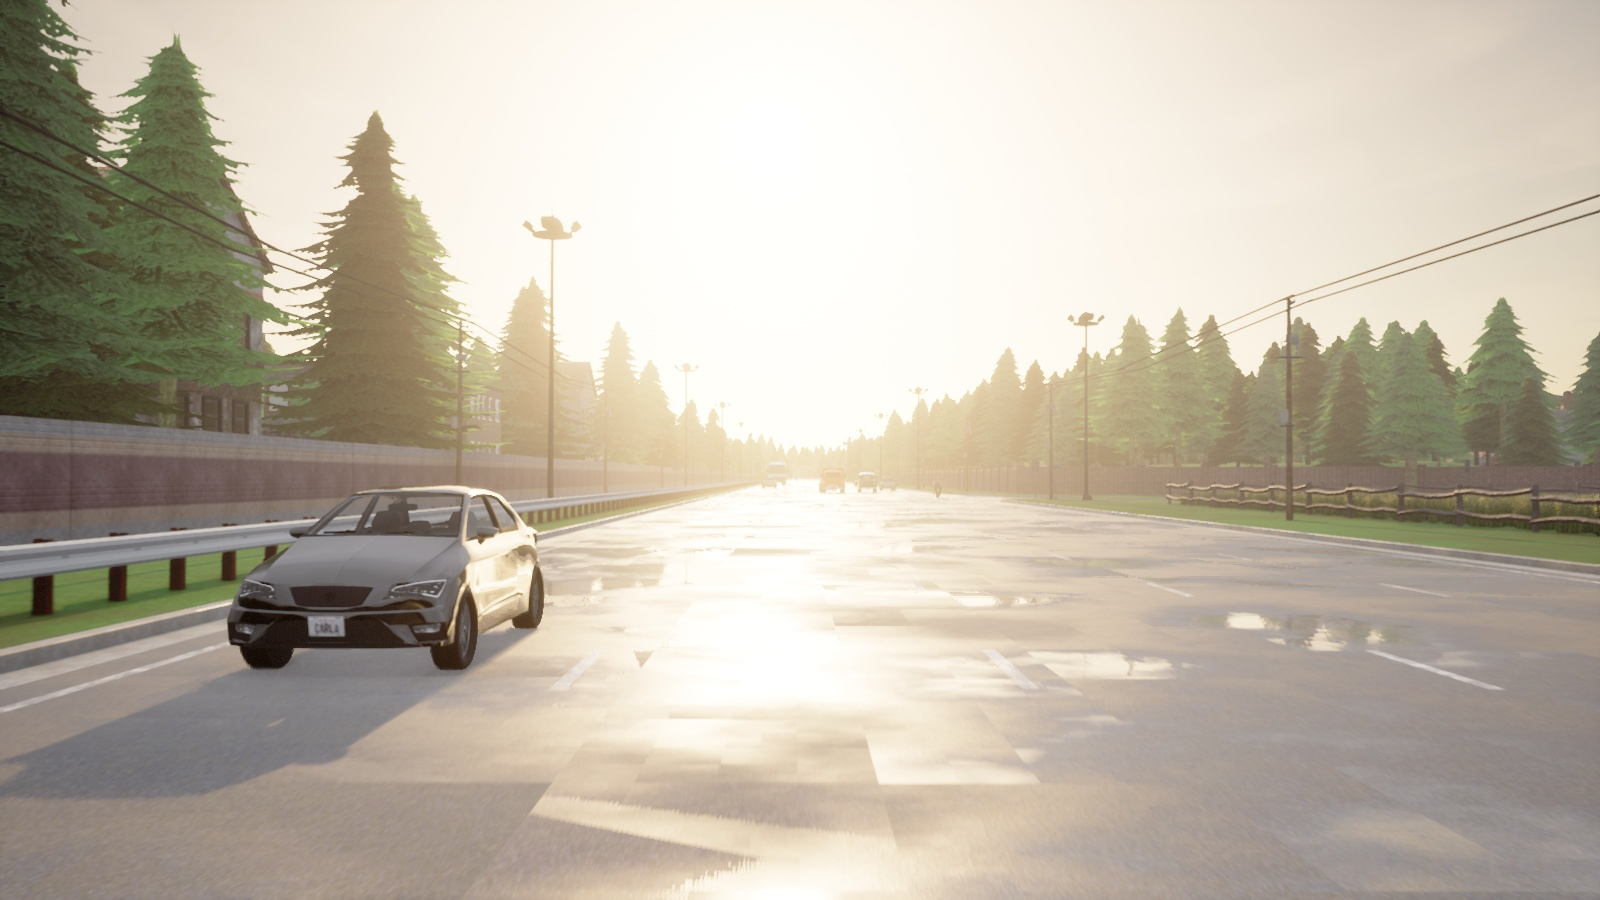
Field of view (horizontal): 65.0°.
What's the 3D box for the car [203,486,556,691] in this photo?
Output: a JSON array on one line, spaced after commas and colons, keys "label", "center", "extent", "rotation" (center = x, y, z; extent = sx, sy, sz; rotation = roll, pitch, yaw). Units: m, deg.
[{"label": "car", "center": [-3.530, 1.088, 11.432], "extent": [1.816, 1.474, 4.193], "rotation": [0, -1, 0]}]
